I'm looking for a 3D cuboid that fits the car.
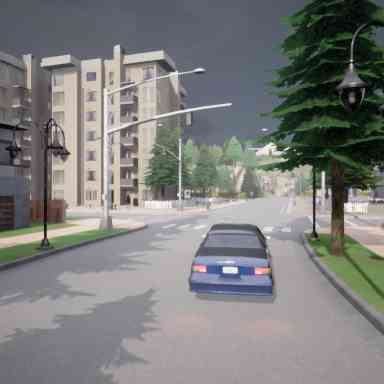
[{"bbox_3d":[1.138,1.547,8.865,2.033,1.411,5.357,0,0,9],"label":"car"}]
